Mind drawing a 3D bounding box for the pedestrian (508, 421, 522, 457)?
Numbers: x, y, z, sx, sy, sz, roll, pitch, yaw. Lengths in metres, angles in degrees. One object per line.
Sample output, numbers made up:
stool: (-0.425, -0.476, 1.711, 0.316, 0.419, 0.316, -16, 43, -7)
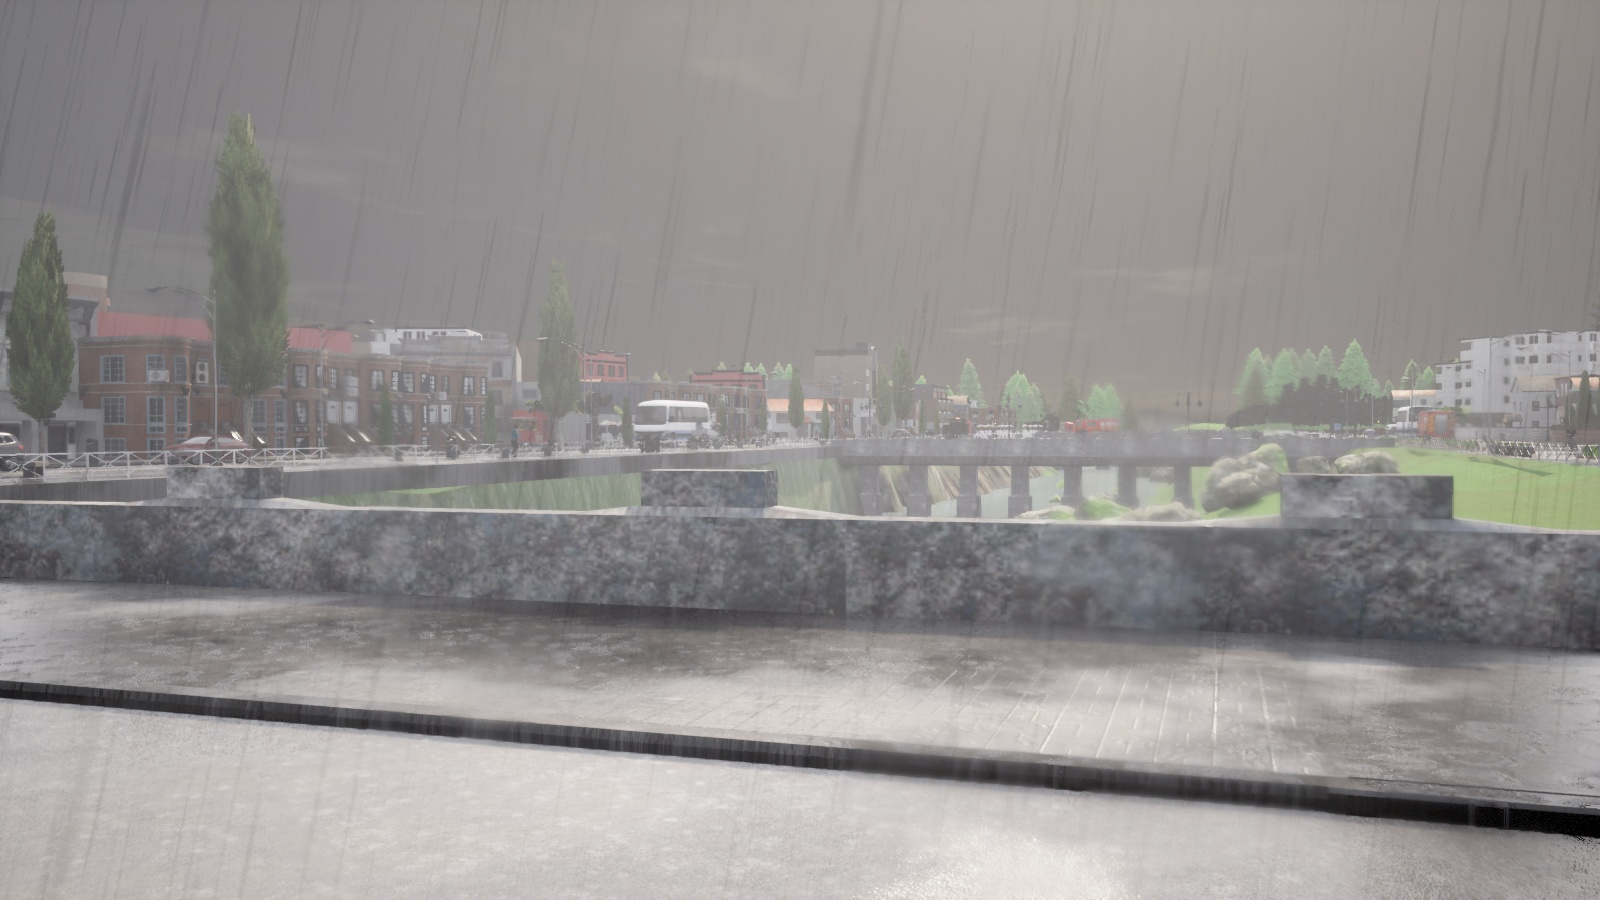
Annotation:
pedestrian: (-15.237, -0.595, 67.111, 0.396, 1.930, 0.692, 1, 1, 23)

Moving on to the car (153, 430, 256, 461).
car: (-28.799, -0.231, 60.903, 1.812, 1.442, 4.674, 1, 1, 19)

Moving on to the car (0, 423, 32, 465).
car: (-32.830, -0.235, 48.902, 2.242, 1.667, 4.611, 1, 1, 19)
